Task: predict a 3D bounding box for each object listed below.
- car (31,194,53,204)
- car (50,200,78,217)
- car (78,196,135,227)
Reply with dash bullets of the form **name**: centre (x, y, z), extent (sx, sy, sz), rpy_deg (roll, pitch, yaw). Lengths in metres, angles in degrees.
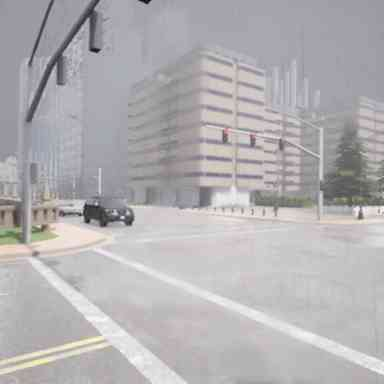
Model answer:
- **car**: centre (-19.163, 1.338, 42.427), extent (2.150, 2.045, 5.566), rpy_deg (1, 0, -35)
- **car**: centre (-12.173, 1.718, 32.580), extent (1.895, 1.301, 4.718), rpy_deg (1, -1, -35)
- **car**: centre (-6.170, 1.339, 24.155), extent (2.150, 2.045, 5.566), rpy_deg (1, -1, -35)
